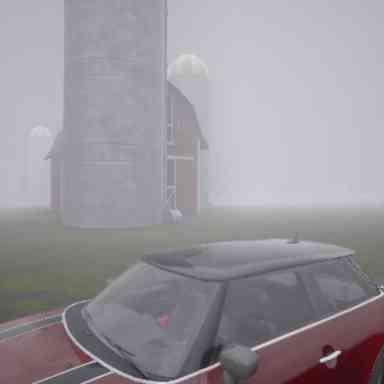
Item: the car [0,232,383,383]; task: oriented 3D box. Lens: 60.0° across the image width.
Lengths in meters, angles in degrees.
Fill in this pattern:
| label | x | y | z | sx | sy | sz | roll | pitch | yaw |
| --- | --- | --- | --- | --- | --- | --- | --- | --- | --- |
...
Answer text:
| label | x | y | z | sx | sy | sz | roll | pitch | yaw |
| --- | --- | --- | --- | --- | --- | --- | --- | --- | --- |
| car | 0.071 | 1.347 | 3.112 | 4.553 | 1.767 | 2.097 | 0 | 0 | -36 |
